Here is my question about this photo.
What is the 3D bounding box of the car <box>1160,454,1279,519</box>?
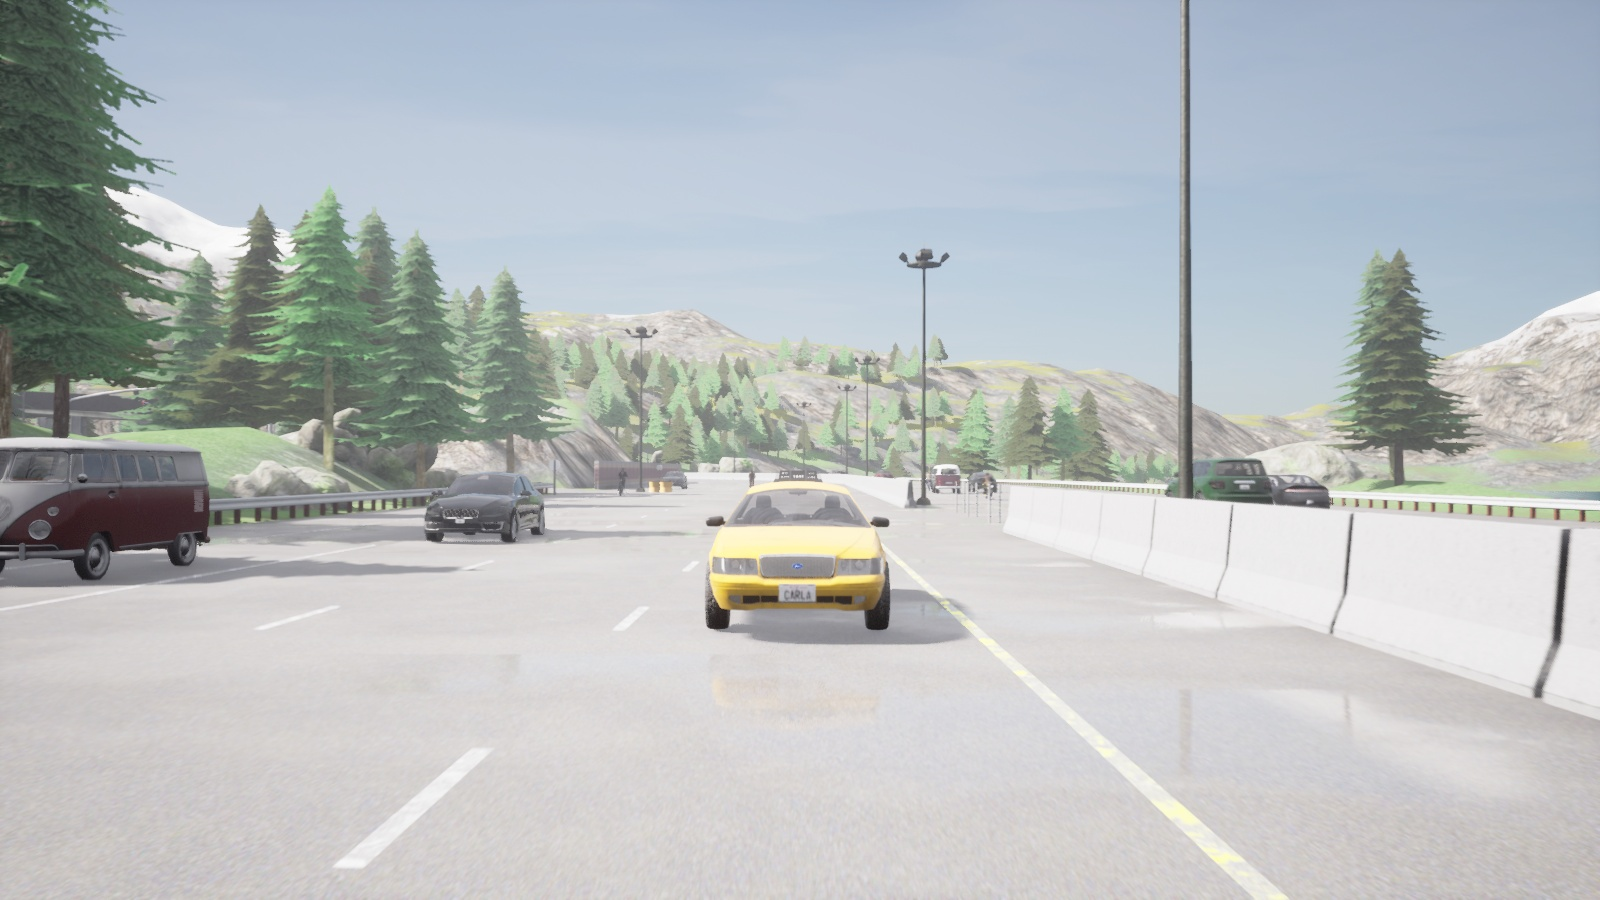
[{"bbox_3d":[13.972,1.185,42.228,2.150,2.045,5.566,0,-1,0],"label":"car"}]

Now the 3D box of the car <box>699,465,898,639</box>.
[{"bbox_3d":[-0.015,0.996,14.112,1.801,1.575,5.366,0,-1,0],"label":"car"}]

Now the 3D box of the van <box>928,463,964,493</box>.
[{"bbox_3d":[10.453,2.005,90.216,2.069,2.038,4.480,0,-1,0],"label":"van"}]

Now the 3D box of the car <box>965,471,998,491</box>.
[{"bbox_3d":[13.951,2.381,96.624,1.837,1.490,4.892,0,-1,0],"label":"car"}]

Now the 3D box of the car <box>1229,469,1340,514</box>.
[{"bbox_3d":[17.471,1.464,45.608,2.128,1.511,4.902,0,-1,0],"label":"car"}]

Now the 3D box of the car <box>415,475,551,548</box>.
[{"bbox_3d":[-7.021,1.323,28.374,1.837,1.490,4.892,0,-1,0],"label":"car"}]

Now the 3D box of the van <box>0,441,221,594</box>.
[{"bbox_3d":[-10.518,0.922,18.646,1.775,1.987,4.442,0,-1,0],"label":"van"}]
